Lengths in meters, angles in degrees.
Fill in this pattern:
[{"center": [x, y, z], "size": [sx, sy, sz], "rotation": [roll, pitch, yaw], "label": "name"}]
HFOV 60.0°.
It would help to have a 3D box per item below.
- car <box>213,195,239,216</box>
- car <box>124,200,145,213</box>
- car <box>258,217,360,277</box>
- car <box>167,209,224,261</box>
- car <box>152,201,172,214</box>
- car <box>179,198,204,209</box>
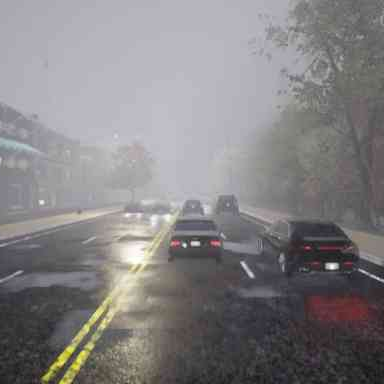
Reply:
[{"center": [3.348, 1.307, 33.474], "size": [2.150, 2.045, 5.566], "rotation": [0, 0, 0], "label": "car"}, {"center": [-6.592, 1.662, 38.523], "size": [1.994, 1.385, 4.181], "rotation": [0, 0, 0], "label": "car"}, {"center": [3.349, 1.532, 10.365], "size": [1.837, 1.490, 4.892], "rotation": [0, 0, 0], "label": "car"}, {"center": [0.101, 1.579, 12.310], "size": [2.033, 1.411, 5.357], "rotation": [0, 0, 0], "label": "car"}, {"center": [-3.347, 1.696, 37.290], "size": [1.895, 1.301, 4.718], "rotation": [0, 0, 0], "label": "car"}, {"center": [0.099, 1.438, 33.713], "size": [2.097, 1.767, 4.553], "rotation": [0, 0, 0], "label": "car"}]
